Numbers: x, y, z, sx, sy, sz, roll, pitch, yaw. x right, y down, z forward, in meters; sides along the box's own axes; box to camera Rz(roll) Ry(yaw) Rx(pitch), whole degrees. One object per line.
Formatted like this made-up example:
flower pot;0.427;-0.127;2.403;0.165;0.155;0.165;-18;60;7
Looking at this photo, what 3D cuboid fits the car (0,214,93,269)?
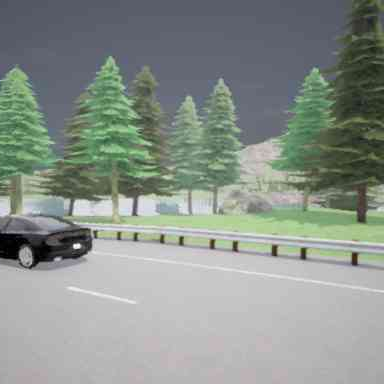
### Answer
car;-5.560;1.461;11.051;5.008;1.535;1.882;0;0;29
